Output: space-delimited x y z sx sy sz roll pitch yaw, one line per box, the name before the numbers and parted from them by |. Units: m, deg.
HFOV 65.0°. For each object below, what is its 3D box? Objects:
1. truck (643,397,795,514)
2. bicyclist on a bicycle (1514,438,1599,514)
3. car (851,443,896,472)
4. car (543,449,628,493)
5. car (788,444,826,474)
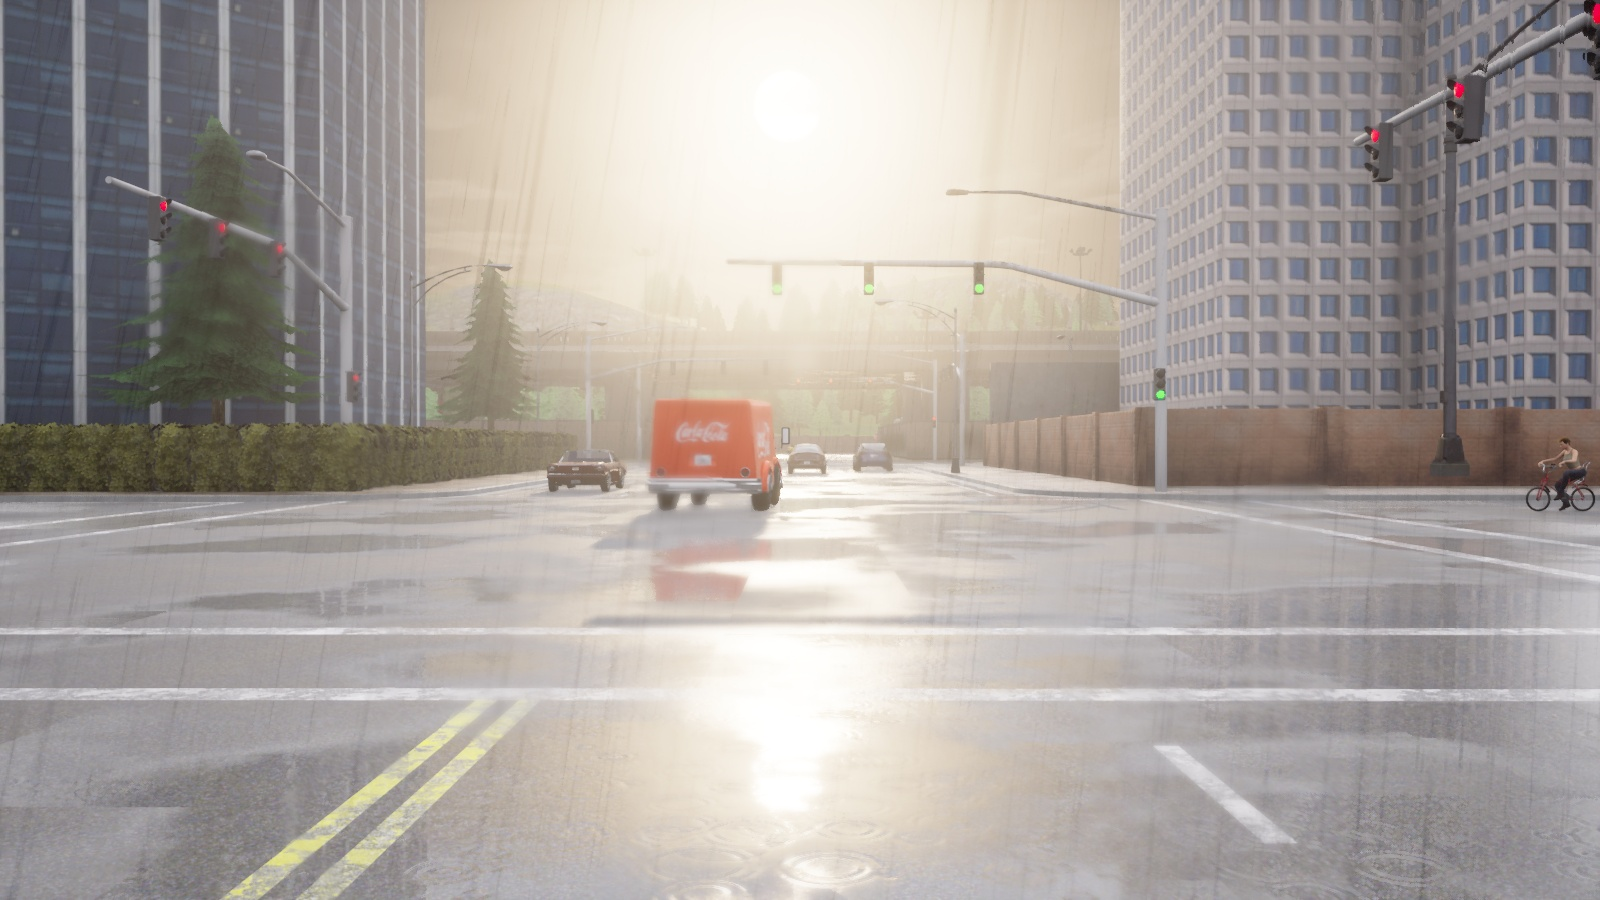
truck | -1.746 0.099 29.251 2.627 2.467 5.204 0 0 7
bicyclist on a bicycle | 16.392 0.549 27.062 1.509 1.612 0.866 0 0 0
car | 3.876 0.384 67.130 2.163 1.488 4.792 0 0 0
car | -6.769 0.623 40.154 1.895 1.301 4.718 0 0 0
car | 0.350 0.434 62.237 1.812 1.442 4.674 0 0 0
